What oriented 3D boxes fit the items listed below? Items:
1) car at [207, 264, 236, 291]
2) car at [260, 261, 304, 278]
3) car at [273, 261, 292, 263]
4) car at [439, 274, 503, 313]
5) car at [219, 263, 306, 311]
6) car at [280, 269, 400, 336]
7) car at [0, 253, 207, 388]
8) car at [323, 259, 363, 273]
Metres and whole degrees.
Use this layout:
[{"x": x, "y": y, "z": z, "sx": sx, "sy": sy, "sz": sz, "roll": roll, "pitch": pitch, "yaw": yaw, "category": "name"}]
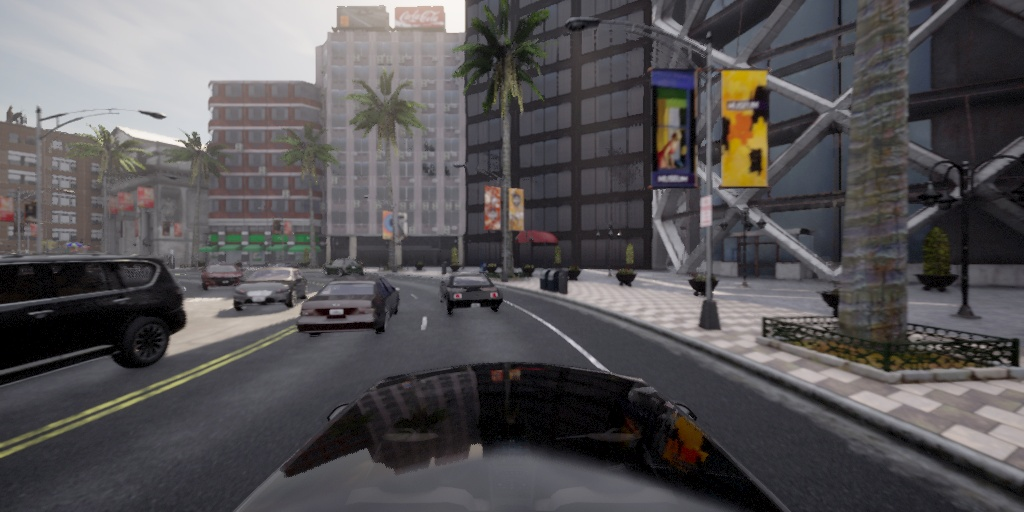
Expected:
[{"x": -18.060, "y": 1.215, "z": 22.383, "sx": 1.882, "sy": 1.535, "sz": 5.008, "roll": 0, "pitch": 0, "yaw": -42, "category": "car"}, {"x": -22.196, "y": 1.242, "z": 34.511, "sx": 4.674, "sy": 1.442, "sz": 1.812, "roll": 0, "pitch": 0, "yaw": 33, "category": "car"}, {"x": -15.876, "y": 1.219, "z": 24.601, "sx": 2.128, "sy": 1.511, "sz": 4.902, "roll": 0, "pitch": 0, "yaw": -43, "category": "car"}, {"x": -1.787, "y": 1.331, "z": 13.924, "sx": 1.895, "sy": 1.301, "sz": 4.718, "roll": 0, "pitch": 0, "yaw": -16, "category": "car"}, {"x": -9.683, "y": 1.229, "z": 14.728, "sx": 2.128, "sy": 1.511, "sz": 4.902, "roll": 0, "pitch": 0, "yaw": -22, "category": "car"}, {"x": -4.428, "y": 1.287, "z": 10.448, "sx": 2.033, "sy": 1.411, "sz": 5.357, "roll": 0, "pitch": 0, "yaw": -12, "category": "car"}, {"x": -7.450, "y": 0.974, "z": 4.877, "sx": 2.150, "sy": 2.045, "sz": 5.566, "roll": 0, "pitch": 0, "yaw": -6, "category": "car"}, {"x": -16.350, "y": 1.062, "z": 34.645, "sx": 4.553, "sy": 1.767, "sz": 2.097, "roll": 0, "pitch": 0, "yaw": 39, "category": "car"}]
